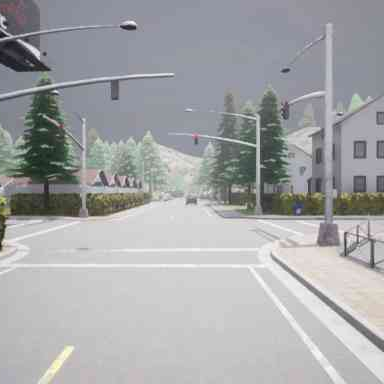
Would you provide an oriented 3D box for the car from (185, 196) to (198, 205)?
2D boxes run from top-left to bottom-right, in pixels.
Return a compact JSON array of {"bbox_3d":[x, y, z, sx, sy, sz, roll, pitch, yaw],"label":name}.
[{"bbox_3d":[-0.086,1.496,59.225,1.837,1.490,4.892,0,0,0],"label":"car"}]
